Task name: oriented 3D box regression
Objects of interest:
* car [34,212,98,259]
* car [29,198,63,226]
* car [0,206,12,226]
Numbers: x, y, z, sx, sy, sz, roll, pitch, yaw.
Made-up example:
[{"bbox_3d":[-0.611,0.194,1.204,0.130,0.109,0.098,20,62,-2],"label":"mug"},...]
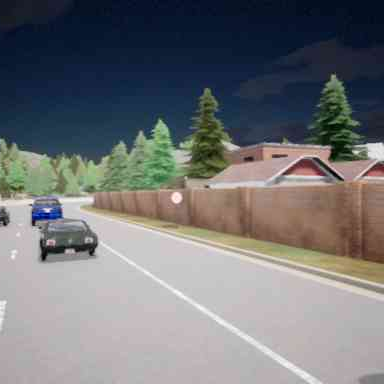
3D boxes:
[{"bbox_3d":[-5.081,1.720,13.230,1.895,1.301,4.718,0,0,-26],"label":"car"},{"bbox_3d":[-11.442,1.473,26.064,2.150,2.045,5.566,0,0,-26],"label":"car"},{"bbox_3d":[-14.988,1.785,25.373,1.837,1.490,4.892,0,0,-26],"label":"car"}]
